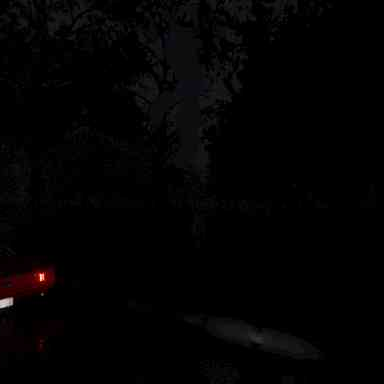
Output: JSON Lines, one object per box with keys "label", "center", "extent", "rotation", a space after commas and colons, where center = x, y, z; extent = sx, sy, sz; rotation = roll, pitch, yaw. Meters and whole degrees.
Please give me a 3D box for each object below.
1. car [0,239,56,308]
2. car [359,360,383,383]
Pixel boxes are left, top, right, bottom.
{"label": "car", "center": [-4.993, 1.611, 6.964], "extent": [4.718, 1.301, 1.895], "rotation": [0, 0, 36]}
{"label": "car", "center": [3.162, 1.504, 1.122], "extent": [4.892, 1.490, 1.837], "rotation": [0, 0, 35]}
